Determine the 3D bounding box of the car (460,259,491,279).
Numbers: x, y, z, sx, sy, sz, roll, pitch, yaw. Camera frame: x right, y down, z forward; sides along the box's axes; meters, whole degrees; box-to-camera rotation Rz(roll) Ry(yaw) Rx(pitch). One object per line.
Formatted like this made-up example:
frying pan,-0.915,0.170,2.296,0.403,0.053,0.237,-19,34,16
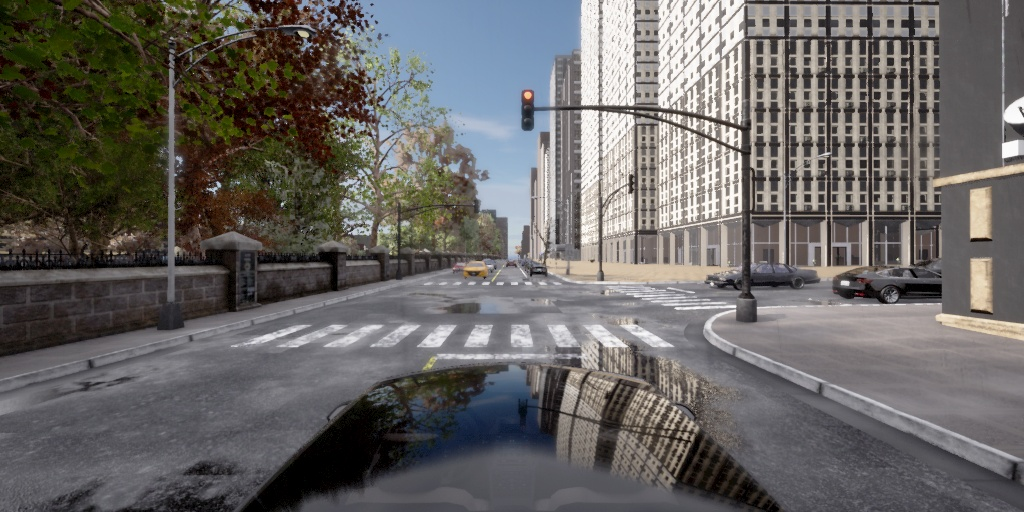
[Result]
car,-3.198,1.240,32.315,1.882,1.535,5.008,0,0,0

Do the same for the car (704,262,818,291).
car,13.391,1.054,19.310,5.357,1.411,2.033,-1,0,-1

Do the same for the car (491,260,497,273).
car,-3.232,1.372,44.156,1.895,1.301,4.718,0,0,0

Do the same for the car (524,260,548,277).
car,2.578,1.331,36.083,1.948,1.339,4.313,0,0,0

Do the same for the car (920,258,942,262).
car,23.433,0.840,19.408,4.892,1.490,1.837,-1,0,-1

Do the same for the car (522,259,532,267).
car,2.560,1.335,41.716,1.948,1.339,4.313,0,0,0

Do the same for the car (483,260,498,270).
car,-3.260,1.329,54.871,2.033,1.411,5.357,0,0,0

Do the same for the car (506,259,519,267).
car,-0.103,1.320,65.347,1.812,1.442,4.674,0,0,0

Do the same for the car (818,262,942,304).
car,14.647,1.026,13.540,4.313,1.339,1.948,0,0,0

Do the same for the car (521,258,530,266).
car,2.542,1.339,47.348,1.948,1.339,4.313,0,0,0

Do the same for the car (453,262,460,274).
car,-5.820,1.351,41.688,1.802,1.307,4.207,0,0,0
